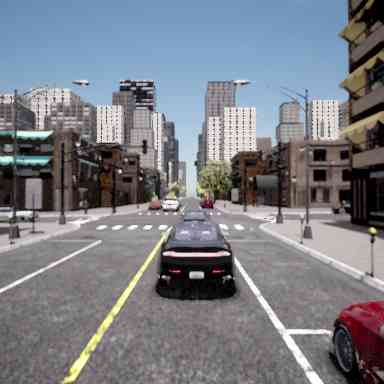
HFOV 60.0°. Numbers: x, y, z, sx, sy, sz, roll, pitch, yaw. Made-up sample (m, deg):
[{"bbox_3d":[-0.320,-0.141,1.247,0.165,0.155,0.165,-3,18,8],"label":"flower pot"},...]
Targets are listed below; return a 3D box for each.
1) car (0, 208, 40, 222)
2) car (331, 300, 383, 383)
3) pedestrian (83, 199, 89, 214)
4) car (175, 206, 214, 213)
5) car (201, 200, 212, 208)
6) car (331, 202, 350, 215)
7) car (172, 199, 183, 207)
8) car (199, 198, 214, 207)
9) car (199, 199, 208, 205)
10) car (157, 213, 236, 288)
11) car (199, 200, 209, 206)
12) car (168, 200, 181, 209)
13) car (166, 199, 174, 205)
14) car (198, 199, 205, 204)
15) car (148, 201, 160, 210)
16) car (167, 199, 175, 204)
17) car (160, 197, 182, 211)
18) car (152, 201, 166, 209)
[{"bbox_3d":[-16.565,2.093,30.500,4.718,1.301,1.895,-1,-1,0],"label":"car"},{"bbox_3d":[2.692,1.611,2.755,1.802,1.307,4.206,0,-1,0],"label":"car"},{"bbox_3d":[-12.514,1.700,39.243,0.375,1.860,0.375,0,0,0],"label":"pedestrian"},{"bbox_3d":[0.203,1.772,19.922,1.994,1.385,4.181,0,-1,2],"label":"car"},{"bbox_3d":[2.687,2.249,63.030,1.947,1.339,4.313,0,-1,0],"label":"car"},{"bbox_3d":[17.486,1.738,36.308,4.313,1.339,1.947,-1,0,0],"label":"car"},{"bbox_3d":[-3.004,2.298,69.423,2.033,1.411,5.357,0,-1,0],"label":"car"},{"bbox_3d":[2.688,1.935,57.507,2.192,1.841,5.009,0,-1,0],"label":"car"},{"bbox_3d":[2.686,2.429,79.605,2.008,1.369,4.403,0,-1,0],"label":"car"},{"bbox_3d":[0.100,1.591,9.528,2.128,1.511,4.902,0,-1,0],"label":"car"},{"bbox_3d":[2.687,2.378,74.080,1.947,1.339,4.313,0,-1,0],"label":"car"},{"bbox_3d":[-3.070,2.202,59.091,1.994,1.385,4.181,0,-1,0],"label":"car"},{"bbox_3d":[-5.694,2.526,85.128,1.802,1.307,4.206,0,-1,0],"label":"car"},{"bbox_3d":[2.686,2.594,90.653,1.802,1.307,4.206,0,-1,0],"label":"car"},{"bbox_3d":[-5.780,2.102,51.983,1.887,1.381,4.507,0,-1,0],"label":"car"},{"bbox_3d":[-5.695,2.535,90.483,1.752,1.417,4.829,0,-1,0],"label":"car"},{"bbox_3d":[-3.089,1.746,49.044,2.150,2.045,5.566,0,-1,0],"label":"car"},{"bbox_3d":[-5.692,2.186,57.504,1.947,1.339,4.313,0,-1,0],"label":"car"}]
